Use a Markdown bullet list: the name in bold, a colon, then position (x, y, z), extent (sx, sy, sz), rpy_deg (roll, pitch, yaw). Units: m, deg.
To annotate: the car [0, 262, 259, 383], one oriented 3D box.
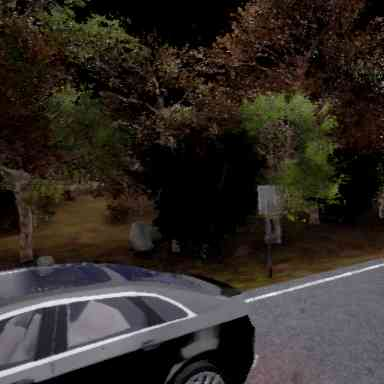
- **car**: position (-1.587, 1.491, 2.846), extent (4.902, 1.511, 2.128), rpy_deg (0, 0, -35)
